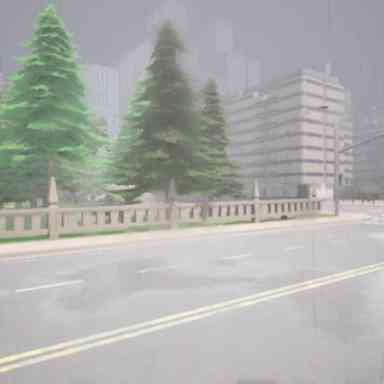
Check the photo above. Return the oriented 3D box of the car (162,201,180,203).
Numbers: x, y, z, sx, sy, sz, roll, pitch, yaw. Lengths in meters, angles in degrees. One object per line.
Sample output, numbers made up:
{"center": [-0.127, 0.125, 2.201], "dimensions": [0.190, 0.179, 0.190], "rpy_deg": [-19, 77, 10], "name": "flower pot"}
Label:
{"center": [-3.942, 1.364, 61.550], "dimensions": [1.994, 1.385, 4.181], "rpy_deg": [0, 0, -34], "name": "car"}
